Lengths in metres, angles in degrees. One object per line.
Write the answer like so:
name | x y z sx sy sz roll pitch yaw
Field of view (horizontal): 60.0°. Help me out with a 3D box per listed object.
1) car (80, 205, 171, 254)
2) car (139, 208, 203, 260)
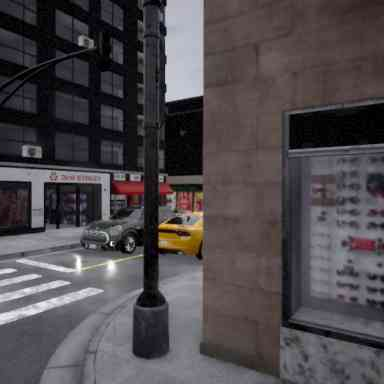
car | -2.327 1.364 13.786 2.097 1.767 4.553 0 0 33
car | 0.459 1.499 12.840 1.882 1.535 5.008 0 0 33
